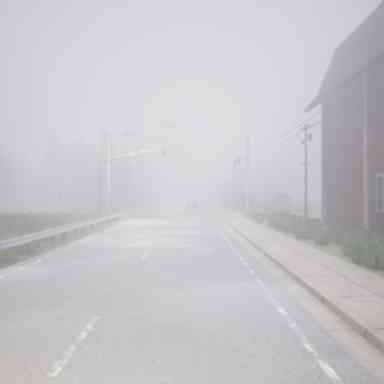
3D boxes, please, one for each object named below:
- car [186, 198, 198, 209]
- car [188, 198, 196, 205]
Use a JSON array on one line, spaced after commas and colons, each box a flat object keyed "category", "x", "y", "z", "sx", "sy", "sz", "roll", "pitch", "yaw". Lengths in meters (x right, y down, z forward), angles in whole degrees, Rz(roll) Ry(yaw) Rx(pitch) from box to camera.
[{"category": "car", "x": -0.007, "y": 2.048, "z": 55.778, "sx": 2.128, "sy": 1.511, "sz": 4.902, "roll": 0, "pitch": -1, "yaw": 0}, {"category": "car", "x": -0.011, "y": 2.261, "z": 80.785, "sx": 1.837, "sy": 1.490, "sz": 4.892, "roll": 0, "pitch": -1, "yaw": 0}]
